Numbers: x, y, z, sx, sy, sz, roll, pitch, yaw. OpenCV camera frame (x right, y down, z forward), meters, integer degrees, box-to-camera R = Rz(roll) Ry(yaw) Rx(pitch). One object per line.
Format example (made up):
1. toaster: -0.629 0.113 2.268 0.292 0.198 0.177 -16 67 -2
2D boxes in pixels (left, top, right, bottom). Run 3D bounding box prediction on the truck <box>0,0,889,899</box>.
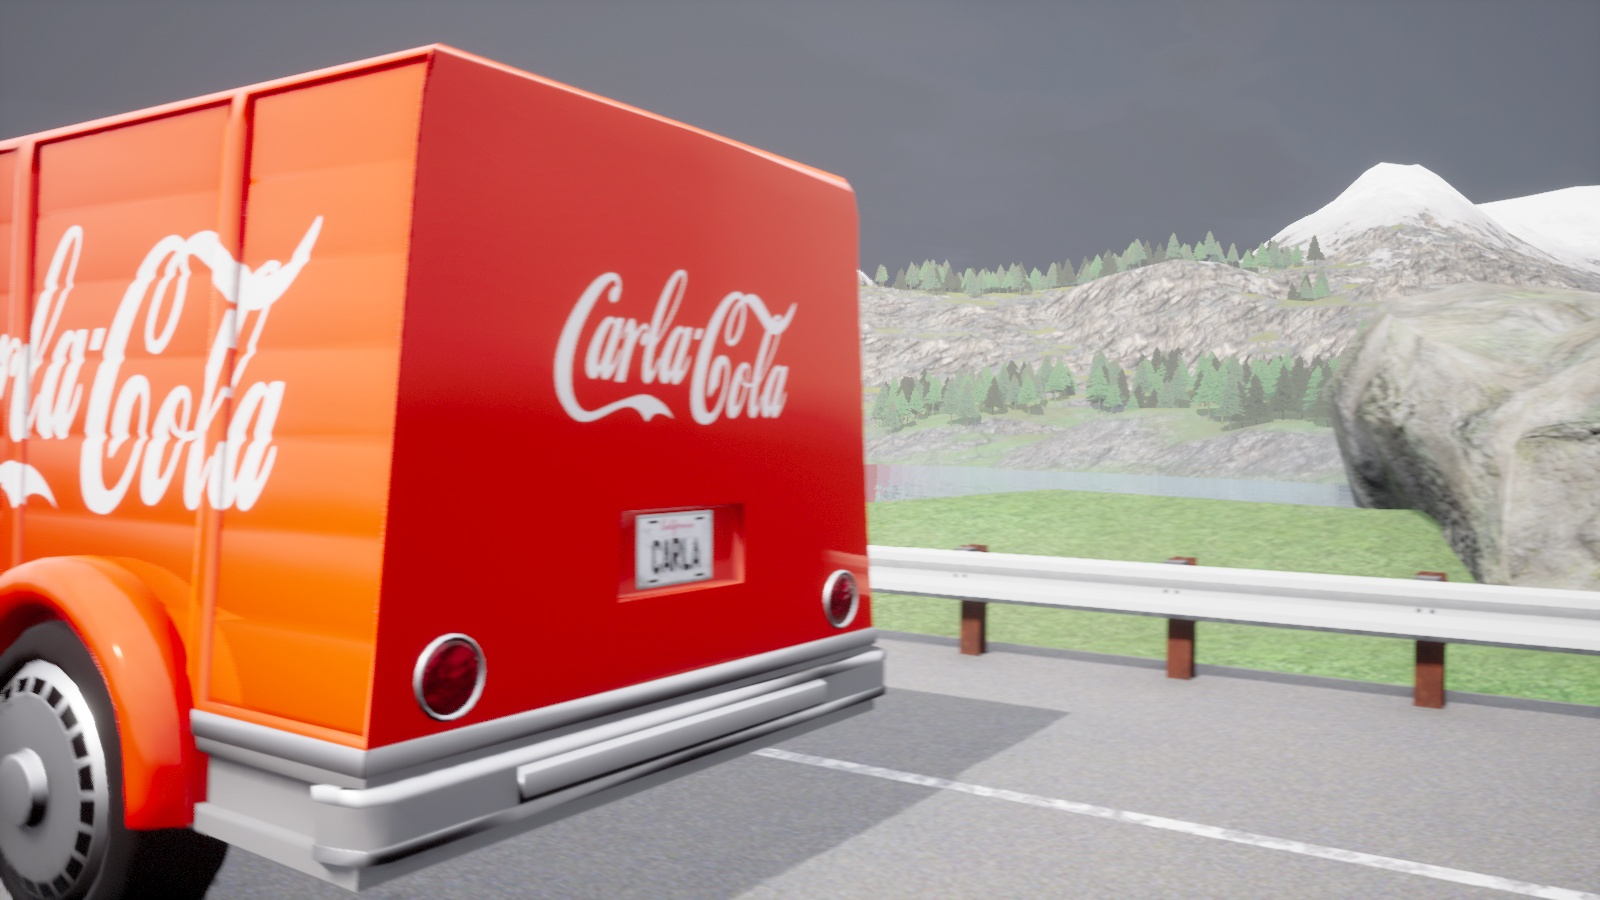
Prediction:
1. truck: -2.553 0.204 5.311 5.204 2.467 2.627 0 1 34
